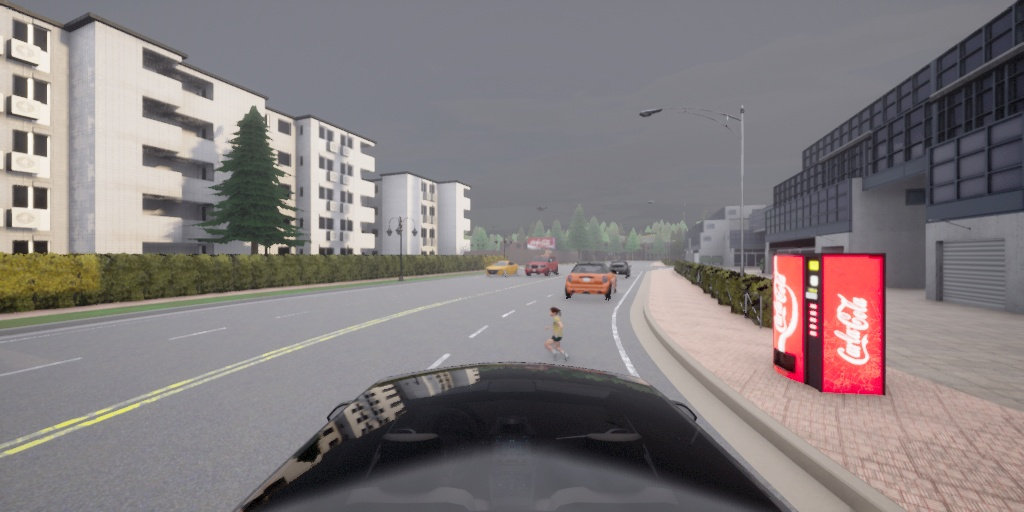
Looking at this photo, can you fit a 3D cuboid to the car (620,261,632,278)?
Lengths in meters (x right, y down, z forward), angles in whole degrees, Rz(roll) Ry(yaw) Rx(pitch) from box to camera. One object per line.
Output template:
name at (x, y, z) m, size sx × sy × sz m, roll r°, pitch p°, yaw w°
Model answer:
car at (10.267, 1.243, 34.105) m, size 1.837 × 1.490 × 4.892 m, roll 0°, pitch 0°, yaw 21°

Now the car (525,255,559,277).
car at (3.044, 0.959, 35.389) m, size 2.150 × 2.045 × 5.566 m, roll 0°, pitch 0°, yaw 22°

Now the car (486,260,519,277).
car at (-0.877, 1.216, 34.993) m, size 1.882 × 1.535 × 5.008 m, roll 0°, pitch 0°, yaw 22°

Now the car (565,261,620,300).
car at (4.102, 1.096, 18.136) m, size 2.097 × 1.767 × 4.553 m, roll 0°, pitch 0°, yaw 20°

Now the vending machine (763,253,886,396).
vending machine at (4.621, 0.944, 5.327) m, size 1.100 × 2.100 × 0.880 m, roll 0°, pitch 0°, yaw 8°

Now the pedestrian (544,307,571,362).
pedestrian at (0.866, 1.422, 6.757) m, size 0.500 × 1.100 × 0.500 m, roll 0°, pitch 0°, yaw 9°
